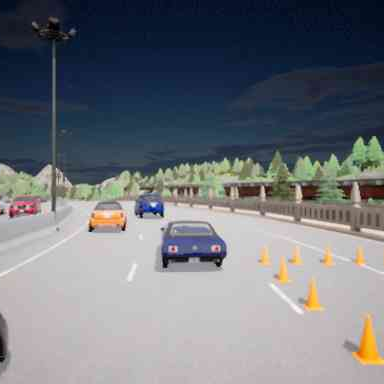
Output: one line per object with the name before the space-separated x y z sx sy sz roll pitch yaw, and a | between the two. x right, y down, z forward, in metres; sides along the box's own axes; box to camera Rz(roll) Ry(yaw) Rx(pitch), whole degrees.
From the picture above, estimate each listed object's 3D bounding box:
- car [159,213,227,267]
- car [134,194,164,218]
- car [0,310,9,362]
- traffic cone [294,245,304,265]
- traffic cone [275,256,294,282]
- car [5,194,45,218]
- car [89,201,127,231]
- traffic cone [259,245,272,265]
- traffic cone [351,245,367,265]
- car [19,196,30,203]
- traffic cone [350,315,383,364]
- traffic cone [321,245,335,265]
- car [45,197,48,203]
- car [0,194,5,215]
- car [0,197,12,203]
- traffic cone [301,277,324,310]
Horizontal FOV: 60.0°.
car | -0.149 1.613 11.484 1.895 1.301 4.718 0 0 -6
car | -4.023 1.243 30.865 2.150 2.045 5.566 0 0 -16
car | -3.156 1.495 2.119 1.837 1.490 4.892 0 0 0
traffic cone | 3.313 1.978 10.542 0.340 0.580 0.340 0 0 -1
traffic cone | 2.340 1.973 8.528 0.340 0.580 0.340 0 0 -1
car | -15.072 1.231 30.341 2.150 2.045 5.566 0 0 -19
car | -5.138 1.362 20.707 2.097 1.767 4.553 0 0 -11
traffic cone | 2.313 1.975 10.528 0.340 0.580 0.340 0 0 -1
traffic cone | 5.313 1.985 10.568 0.340 0.580 0.340 0 0 -1
car | -34.850 1.509 69.252 1.837 1.490 4.892 0 0 -23
traffic cone | 2.394 1.970 4.529 0.340 0.580 0.340 0 0 -1
traffic cone | 4.313 1.981 10.555 0.340 0.580 0.340 0 0 -1
car | -30.562 1.620 68.107 1.895 1.301 4.718 0 0 -23
car | -19.091 1.234 31.283 2.150 2.045 5.566 0 0 -20
car | -38.060 1.603 67.858 1.895 1.301 4.718 0 0 -23
traffic cone | 2.367 1.971 6.529 0.340 0.580 0.340 0 0 -1
